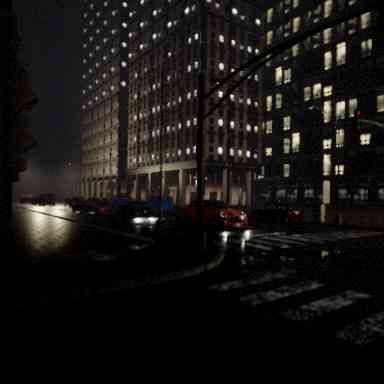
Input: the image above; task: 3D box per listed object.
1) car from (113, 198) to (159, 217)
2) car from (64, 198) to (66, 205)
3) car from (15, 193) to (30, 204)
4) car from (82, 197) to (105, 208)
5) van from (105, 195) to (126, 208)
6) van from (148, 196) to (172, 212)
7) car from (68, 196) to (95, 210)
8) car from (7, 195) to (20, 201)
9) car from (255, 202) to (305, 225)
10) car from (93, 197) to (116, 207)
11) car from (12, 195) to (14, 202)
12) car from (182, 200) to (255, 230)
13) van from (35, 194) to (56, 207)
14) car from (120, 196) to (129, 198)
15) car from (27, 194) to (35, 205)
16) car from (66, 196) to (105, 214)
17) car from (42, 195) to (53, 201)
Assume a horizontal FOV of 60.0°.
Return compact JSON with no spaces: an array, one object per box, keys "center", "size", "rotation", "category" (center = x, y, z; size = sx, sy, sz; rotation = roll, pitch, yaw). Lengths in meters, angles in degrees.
[{"center":[-5.038,1.479,29.641],"size":[1.994,1.385,4.181],"rotation":[1,-1,-35],"category":"car"},{"center":[-20.268,1.440,56.428],"size":[1.837,1.490,4.892],"rotation":[1,-1,-35],"category":"car"},{"center":[-30.279,1.139,60.701],"size":[2.192,1.841,5.009],"rotation":[1,-1,-35],"category":"car"},{"center":[-14.250,1.472,48.043],"size":[1.812,1.442,4.674],"rotation":[1,-1,-35],"category":"car"},{"center":[-10.362,1.339,47.136],"size":[1.690,1.788,3.998],"rotation":[1,-1,-35],"category":"van"},{"center":[-3.819,1.352,37.926],"size":[1.690,1.788,3.998],"rotation":[1,-1,-35],"category":"van"},{"center":[-14.164,1.373,42.533],"size":[1.882,1.535,5.008],"rotation":[1,-1,-35],"category":"car"},{"center":[-40.097,1.362,74.513],"size":[2.008,1.369,4.403],"rotation":[1,-1,-35],"category":"car"},{"center":[5.995,1.475,24.111],"size":[1.967,1.590,4.097],"rotation":[1,-1,-35],"category":"car"},{"center":[-13.638,1.557,51.738],"size":[1.947,1.339,4.313],"rotation":[1,-1,-35],"category":"car"},{"center":[-36.826,1.381,69.908],"size":[1.947,1.339,4.313],"rotation":[1,-1,-35],"category":"car"},{"center":[1.340,1.283,20.669],"size":[2.097,1.767,4.553],"rotation":[1,-1,-35],"category":"car"},{"center":[-20.464,1.181,46.887],"size":[1.690,1.788,3.998],"rotation":[1,-1,-35],"category":"van"},{"center":[-7.094,1.555,42.528],"size":[2.008,1.369,4.403],"rotation":[1,-1,-35],"category":"car"},{"center":[-23.740,1.416,51.489],"size":[1.802,1.307,4.206],"rotation":[1,-1,-35],"category":"car"},{"center":[-10.653,1.411,33.071],"size":[2.008,1.369,4.403],"rotation":[1,-1,-35],"category":"car"},{"center":[-36.539,1.541,83.970],"size":[1.802,1.307,4.206],"rotation":[1,-1,-35],"category":"car"}]
